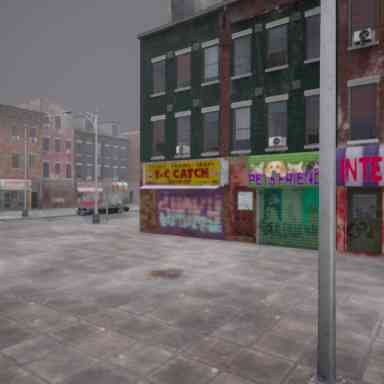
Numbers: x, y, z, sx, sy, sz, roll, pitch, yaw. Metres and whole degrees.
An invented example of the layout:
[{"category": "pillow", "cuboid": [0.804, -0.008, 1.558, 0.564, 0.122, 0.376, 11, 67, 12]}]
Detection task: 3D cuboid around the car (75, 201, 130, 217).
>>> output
[{"category": "car", "cuboid": [-7.861, 1.486, 29.398, 1.895, 1.301, 4.718, 0, 0, 36]}]
